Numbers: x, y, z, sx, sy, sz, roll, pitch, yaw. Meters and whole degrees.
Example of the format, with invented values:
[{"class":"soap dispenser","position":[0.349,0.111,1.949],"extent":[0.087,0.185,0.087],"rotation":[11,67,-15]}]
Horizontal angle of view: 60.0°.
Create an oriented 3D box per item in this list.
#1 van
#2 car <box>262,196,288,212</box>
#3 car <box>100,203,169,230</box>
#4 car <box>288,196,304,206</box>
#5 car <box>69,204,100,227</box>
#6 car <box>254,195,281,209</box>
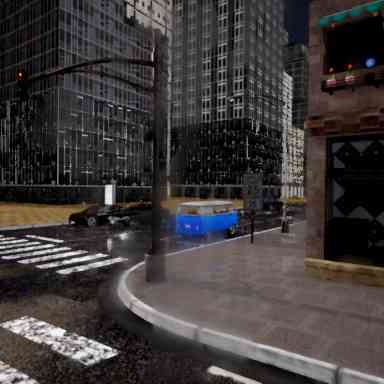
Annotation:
[{"class":"van","position":[0.891,1.368,16.993],"extent":[1.690,1.788,3.998],"rotation":[1,1,36]},{"class":"car","position":[8.983,1.464,38.285],"extent":[1.994,1.385,4.181],"rotation":[1,1,36]},{"class":"car","position":[-3.247,1.463,21.169],"extent":[1.812,1.442,4.674],"rotation":[1,1,35]},{"class":"car","position":[16.463,1.363,53.250],"extent":[1.752,1.417,4.829],"rotation":[1,1,36]},{"class":"car","position":[-5.933,1.467,21.864],"extent":[1.947,1.339,4.313],"rotation":[1,1,36]},{"class":"car","position":[10.135,1.293,44.380],"extent":[1.967,1.590,4.097],"rotation":[1,1,36]}]
